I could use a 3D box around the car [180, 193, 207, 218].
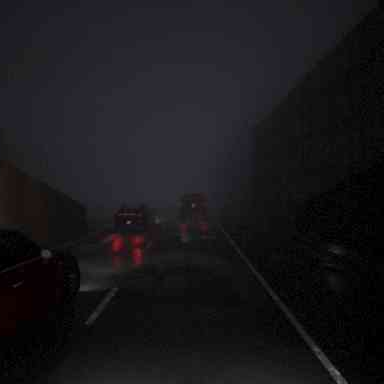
[{"bbox_3d":[0.110,1.126,28.616,2.150,2.045,5.566,0,0,0],"label":"car"}]

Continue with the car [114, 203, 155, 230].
[{"bbox_3d":[-3.393,1.422,20.284,2.128,1.511,4.902,0,0,0],"label":"car"}]

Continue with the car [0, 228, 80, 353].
[{"bbox_3d":[-3.400,1.334,5.168,2.097,1.767,4.553,0,0,0],"label":"car"}]
